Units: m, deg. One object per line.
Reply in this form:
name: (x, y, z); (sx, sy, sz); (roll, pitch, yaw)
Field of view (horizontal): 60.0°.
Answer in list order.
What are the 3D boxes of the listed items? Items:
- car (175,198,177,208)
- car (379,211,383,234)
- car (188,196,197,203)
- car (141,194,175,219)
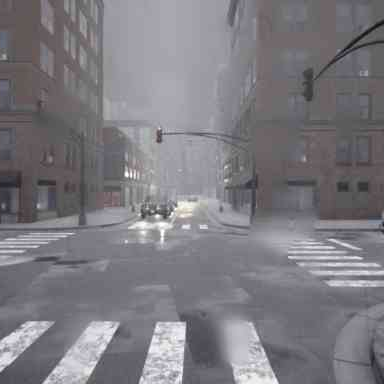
car: (-3.120, 1.546, 39.385); (1.812, 1.442, 4.674); (0, 0, 0)
car: (11.041, 1.617, 14.610); (4.718, 1.301, 1.895); (0, 0, 2)
car: (0.071, 1.519, 69.960); (2.128, 1.511, 4.902); (0, 0, 0)
car: (-3.100, 1.236, 29.712); (2.150, 2.045, 5.566); (0, 0, 2)
